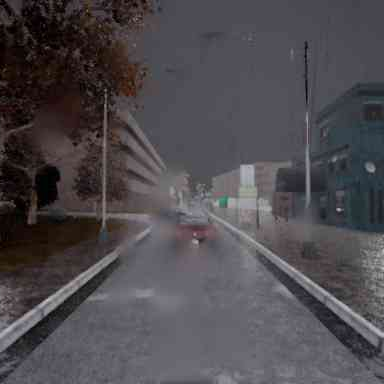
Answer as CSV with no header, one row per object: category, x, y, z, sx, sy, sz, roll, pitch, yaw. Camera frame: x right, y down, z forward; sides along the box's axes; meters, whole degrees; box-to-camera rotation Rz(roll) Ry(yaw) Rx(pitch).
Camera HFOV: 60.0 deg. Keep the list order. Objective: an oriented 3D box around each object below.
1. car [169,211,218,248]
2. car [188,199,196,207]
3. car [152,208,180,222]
car,0.095,1.755,15.454,1.895,1.301,4.718,0,-1,-1
car,-0.011,3.154,87.134,2.033,1.411,5.357,0,-1,0
car,-2.371,2.194,32.698,1.895,1.301,4.718,3,-2,-27
